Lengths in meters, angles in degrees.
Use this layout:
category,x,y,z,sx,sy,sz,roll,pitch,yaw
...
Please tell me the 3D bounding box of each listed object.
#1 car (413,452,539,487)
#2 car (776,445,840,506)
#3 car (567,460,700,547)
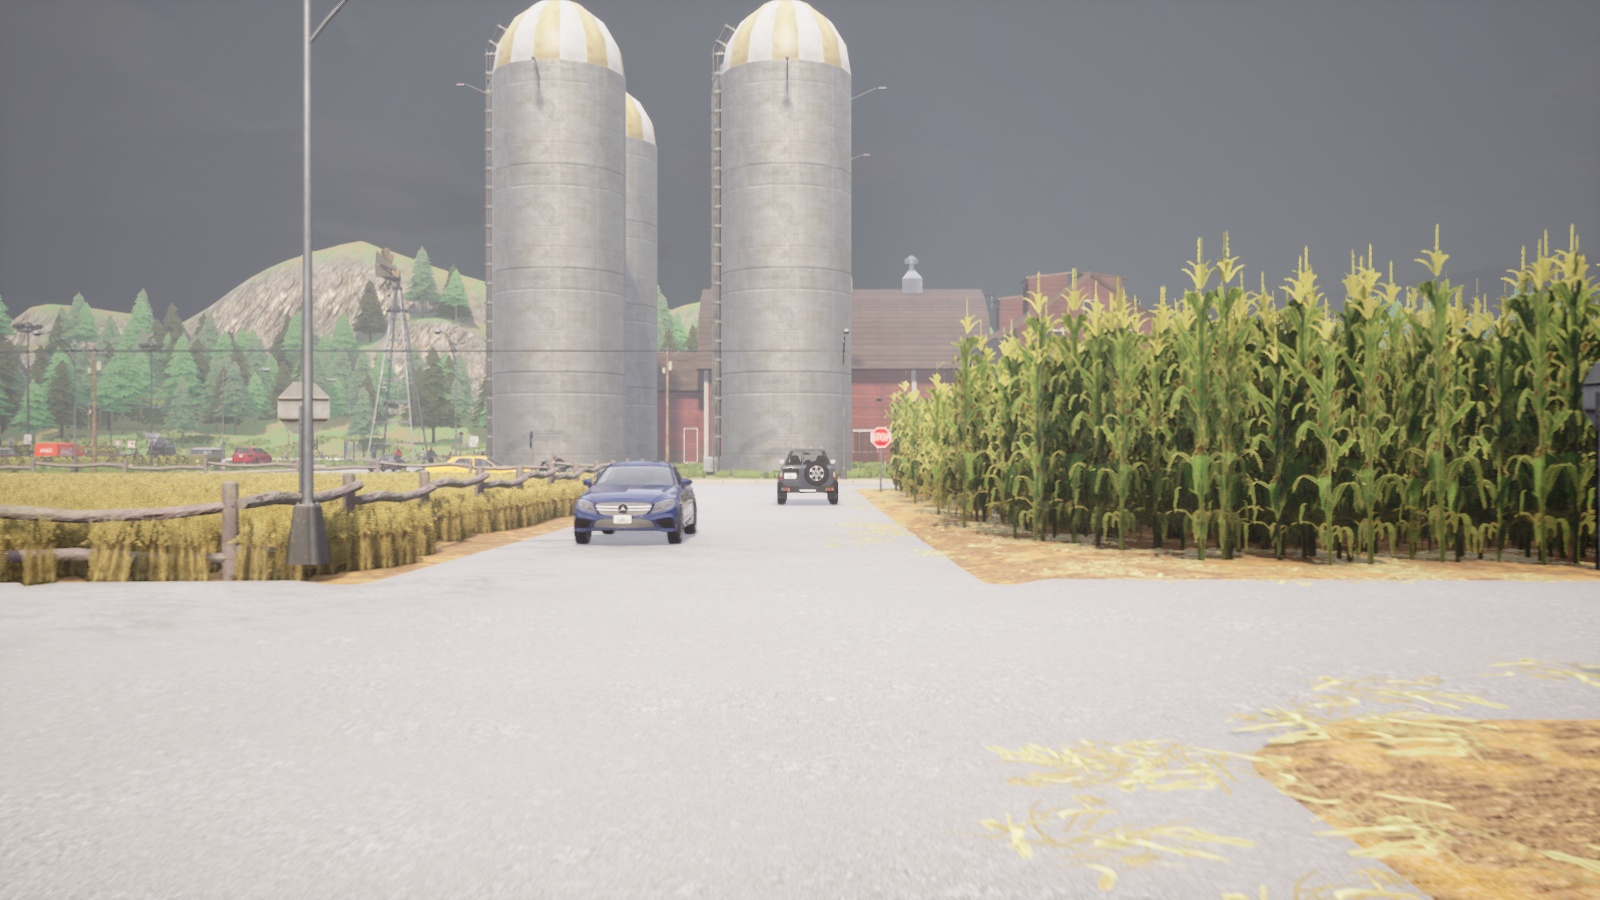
category,x,y,z,sx,sy,sz,roll,pitch,yaw
car,-14.928,0.870,58.011,5.366,1.575,1.801,0,0,0
car,0.239,0.766,40.332,1.932,1.855,4.605,0,0,0
car,-2.957,0.908,23.244,1.812,1.442,4.674,0,0,0
